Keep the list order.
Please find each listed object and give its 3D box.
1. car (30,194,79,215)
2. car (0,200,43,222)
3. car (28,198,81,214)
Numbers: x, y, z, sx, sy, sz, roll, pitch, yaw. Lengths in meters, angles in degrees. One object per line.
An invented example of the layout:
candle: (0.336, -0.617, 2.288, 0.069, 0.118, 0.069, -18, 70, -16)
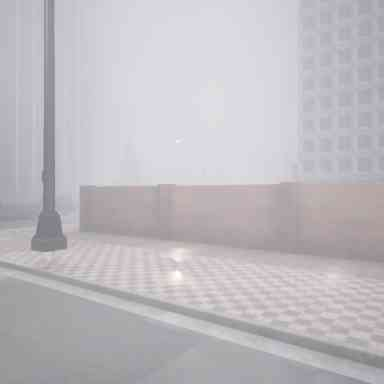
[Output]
car: (-13.702, 1.221, 31.095, 2.150, 2.045, 5.566, 0, 0, 35)
car: (-13.542, 1.564, 24.883, 1.994, 1.385, 4.181, 0, 0, 35)
car: (-14.661, 1.478, 35.815, 1.882, 1.535, 5.008, 0, 0, 35)
